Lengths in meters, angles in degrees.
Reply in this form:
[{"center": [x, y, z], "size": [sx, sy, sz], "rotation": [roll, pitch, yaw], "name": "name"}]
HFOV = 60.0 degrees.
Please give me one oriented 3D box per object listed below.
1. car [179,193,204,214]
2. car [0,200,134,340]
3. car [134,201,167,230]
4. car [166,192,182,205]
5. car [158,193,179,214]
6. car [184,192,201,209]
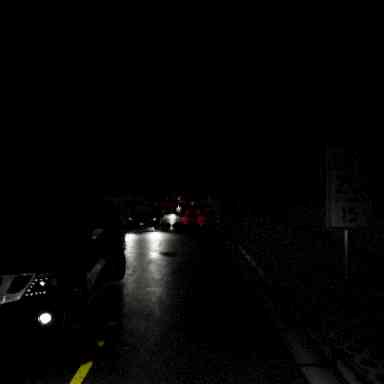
[{"center": [0.047, 1.156, 34.034], "size": [2.150, 2.045, 5.566], "rotation": [0, 0, 0], "name": "car"}, {"center": [-2.841, 1.225, 6.918], "size": [2.150, 2.045, 5.566], "rotation": [0, 0, 0], "name": "car"}, {"center": [-2.813, 1.504, 20.894], "size": [1.812, 1.442, 4.674], "rotation": [0, 0, 0], "name": "car"}, {"center": [-2.680, 0.914, 50.425], "size": [2.097, 1.767, 4.553], "rotation": [0, 0, 0], "name": "car"}, {"center": [-2.743, 1.283, 34.340], "size": [2.097, 1.767, 4.553], "rotation": [0, 0, 1], "name": "car"}, {"center": [0.071, 1.098, 45.474], "size": [2.150, 2.045, 5.566], "rotation": [0, 1, 0], "name": "car"}]
